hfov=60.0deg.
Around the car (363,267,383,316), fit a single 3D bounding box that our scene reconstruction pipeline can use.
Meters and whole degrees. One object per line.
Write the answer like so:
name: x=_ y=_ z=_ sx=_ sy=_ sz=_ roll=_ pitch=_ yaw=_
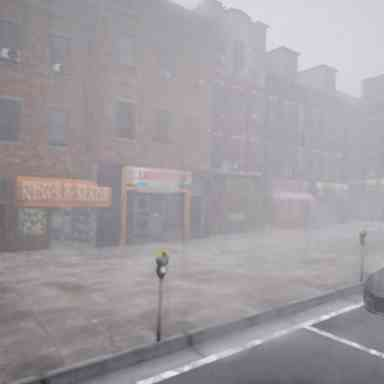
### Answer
car: x=5.094 y=1.618 z=6.423 sx=4.313 sy=1.339 sz=1.947 roll=0 pitch=1 yaw=-35
